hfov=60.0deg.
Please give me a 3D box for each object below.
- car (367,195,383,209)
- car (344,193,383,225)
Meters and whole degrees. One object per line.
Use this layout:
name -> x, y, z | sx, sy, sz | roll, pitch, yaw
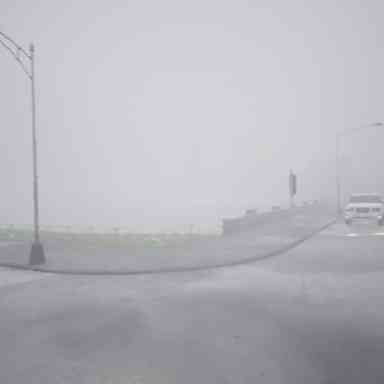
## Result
car -> 22.556, 1.192, 40.268 | 2.128, 1.511, 4.902 | -2, -1, 31
car -> 11.866, 1.080, 22.781 | 2.150, 2.045, 5.566 | -2, -1, 31
